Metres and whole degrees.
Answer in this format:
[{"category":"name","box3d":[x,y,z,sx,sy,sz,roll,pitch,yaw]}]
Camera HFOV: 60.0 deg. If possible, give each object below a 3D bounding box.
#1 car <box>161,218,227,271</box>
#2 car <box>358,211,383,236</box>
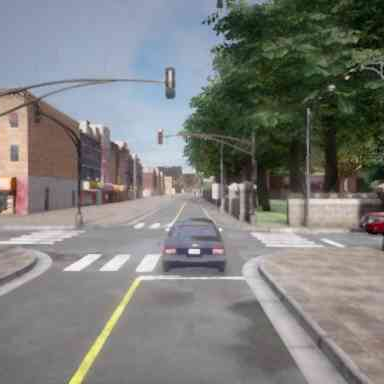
[{"category":"car","box3d":[0.067,1.561,10.866,2.033,1.411,5.357,0,0,0]},{"category":"car","box3d":[11.715,1.464,17.807,5.009,1.841,2.192,1,-1,0]}]
